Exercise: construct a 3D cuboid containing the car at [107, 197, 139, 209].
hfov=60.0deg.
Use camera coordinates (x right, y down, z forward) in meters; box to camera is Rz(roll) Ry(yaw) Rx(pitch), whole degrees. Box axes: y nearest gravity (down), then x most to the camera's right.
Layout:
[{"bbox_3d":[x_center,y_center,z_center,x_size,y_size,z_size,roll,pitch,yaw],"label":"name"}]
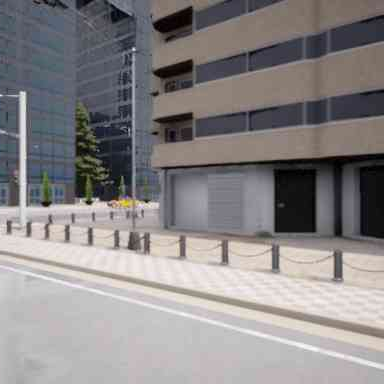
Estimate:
[{"bbox_3d":[-9.794,1.514,47.234,1.882,1.535,5.008,0,0,36],"label":"car"}]
